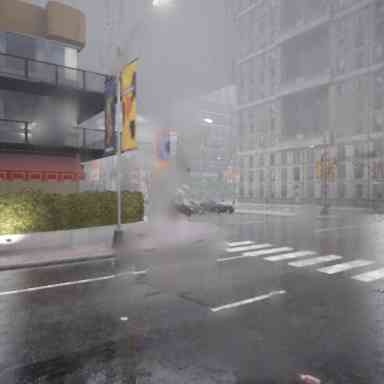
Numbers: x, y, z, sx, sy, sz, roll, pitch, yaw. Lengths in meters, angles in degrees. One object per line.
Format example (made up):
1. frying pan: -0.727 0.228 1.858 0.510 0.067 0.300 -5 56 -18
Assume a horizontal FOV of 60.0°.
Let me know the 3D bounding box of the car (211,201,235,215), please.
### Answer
1. car: 2.251 1.585 34.143 1.895 1.301 4.718 0 0 -35

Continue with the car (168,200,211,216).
1. car: -0.599 1.512 32.112 1.812 1.442 4.674 0 0 -35
